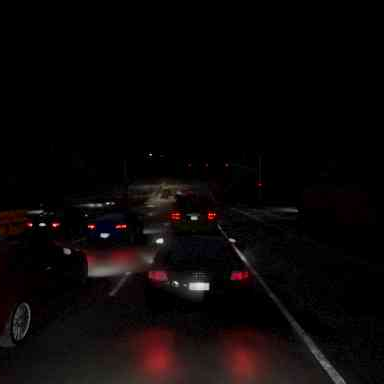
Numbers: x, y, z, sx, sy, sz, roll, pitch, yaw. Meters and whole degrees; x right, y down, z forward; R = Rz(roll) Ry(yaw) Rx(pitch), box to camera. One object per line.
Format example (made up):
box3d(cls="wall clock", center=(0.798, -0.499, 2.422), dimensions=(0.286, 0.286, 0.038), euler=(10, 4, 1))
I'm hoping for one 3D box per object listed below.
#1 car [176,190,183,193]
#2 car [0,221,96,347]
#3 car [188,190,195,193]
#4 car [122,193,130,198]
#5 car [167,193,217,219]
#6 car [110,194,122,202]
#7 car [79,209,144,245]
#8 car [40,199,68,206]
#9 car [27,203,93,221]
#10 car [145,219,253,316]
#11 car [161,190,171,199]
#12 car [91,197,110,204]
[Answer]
box3d(cls="car", center=(-3.661, 1.070, 87.119), dimensions=(1.812, 1.442, 4.674), euler=(0, 3, 0))
box3d(cls="car", center=(-3.409, 1.526, 6.175), dimensions=(1.812, 1.442, 4.674), euler=(0, 0, 0))
box3d(cls="car", center=(-0.163, 1.000, 87.528), dimensions=(1.882, 1.535, 5.008), euler=(0, 3, 0))
box3d(cls="car", center=(-17.669, 0.917, 88.437), dimensions=(1.837, 1.490, 4.892), euler=(0, 3, 0))
box3d(cls="car", center=(0.089, 1.221, 17.022), dimensions=(2.150, 2.045, 5.566), euler=(0, 0, 0))
box3d(cls="car", center=(-17.579, 1.577, 73.737), dimensions=(1.895, 1.301, 4.718), euler=(0, 0, 0))
box3d(cls="car", center=(-3.410, 1.526, 15.305), dimensions=(1.812, 1.442, 4.674), euler=(0, 0, 0))
box3d(cls="car", center=(-17.627, 1.601, 42.656), dimensions=(1.895, 1.301, 4.718), euler=(0, 0, 0))
box3d(cls="car", center=(-6.902, 1.547, 17.756), dimensions=(2.033, 1.411, 5.357), euler=(0, 0, -1))
box3d(cls="car", center=(0.101, 1.564, 7.618), dimensions=(1.994, 1.385, 4.181), euler=(0, 0, -1))
box3d(cls="car", center=(-7.161, 1.070, 87.097), dimensions=(1.812, 1.442, 4.674), euler=(0, 3, 0))
box3d(cls="car", center=(-17.585, 1.601, 62.866), dimensions=(1.895, 1.301, 4.718), euler=(0, 0, 0))
